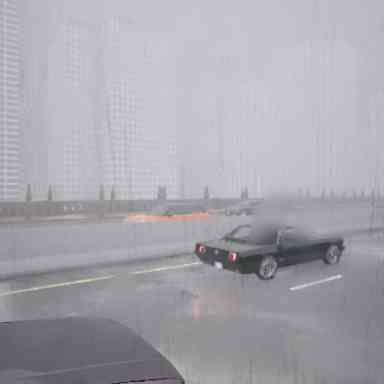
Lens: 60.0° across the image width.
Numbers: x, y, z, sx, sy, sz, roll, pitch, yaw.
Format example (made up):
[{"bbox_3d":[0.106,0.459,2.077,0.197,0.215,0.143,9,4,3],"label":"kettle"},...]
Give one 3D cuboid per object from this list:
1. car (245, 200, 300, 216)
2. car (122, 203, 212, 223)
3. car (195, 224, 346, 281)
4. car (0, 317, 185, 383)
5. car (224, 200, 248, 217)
[{"bbox_3d":[6.547,1.542,25.864,4.181,1.385,1.994,0,0,-35],"label":"car"},{"bbox_3d":[-1.172,1.343,16.057,4.553,1.767,2.097,0,0,-36],"label":"car"},{"bbox_3d":[2.492,1.593,9.827,4.718,1.301,1.895,0,0,-36],"label":"car"},{"bbox_3d":[-2.581,1.549,1.903,5.357,1.411,2.033,0,0,-36],"label":"car"},{"bbox_3d":[4.961,1.482,29.032,4.892,1.490,1.837,0,0,-35],"label":"car"}]
